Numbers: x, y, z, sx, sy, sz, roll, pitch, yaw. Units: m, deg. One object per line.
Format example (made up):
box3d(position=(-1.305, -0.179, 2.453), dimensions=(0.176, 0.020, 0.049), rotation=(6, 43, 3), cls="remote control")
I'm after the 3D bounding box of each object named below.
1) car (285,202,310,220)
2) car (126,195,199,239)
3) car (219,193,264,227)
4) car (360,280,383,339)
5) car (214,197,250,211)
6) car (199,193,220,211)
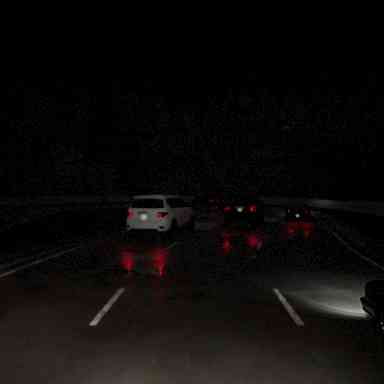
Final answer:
box3d(position=(8.735, 1.523, 27.759), dimensions=(1.895, 1.301, 4.718), rotation=(0, 0, 16), cls="car")
box3d(position=(-1.456, 1.170, 17.451), dimensions=(2.150, 2.045, 5.566), rotation=(0, 0, 15), cls="car")
box3d(position=(3.568, 1.157, 22.333), dimensions=(2.150, 2.045, 5.566), rotation=(0, 0, 16), cls="car")
box3d(position=(3.666, 1.540, 3.060), dimensions=(2.033, 1.411, 5.357), rotation=(0, 0, 1), cls="car")
box3d(position=(4.802, 1.375, 40.963), dimensions=(2.128, 1.511, 4.902), rotation=(0, 0, -24), cls="car")
box3d(position=(1.762, 1.106, 39.763), dimensions=(2.150, 2.045, 5.566), rotation=(1, 0, -26), cls="car")
